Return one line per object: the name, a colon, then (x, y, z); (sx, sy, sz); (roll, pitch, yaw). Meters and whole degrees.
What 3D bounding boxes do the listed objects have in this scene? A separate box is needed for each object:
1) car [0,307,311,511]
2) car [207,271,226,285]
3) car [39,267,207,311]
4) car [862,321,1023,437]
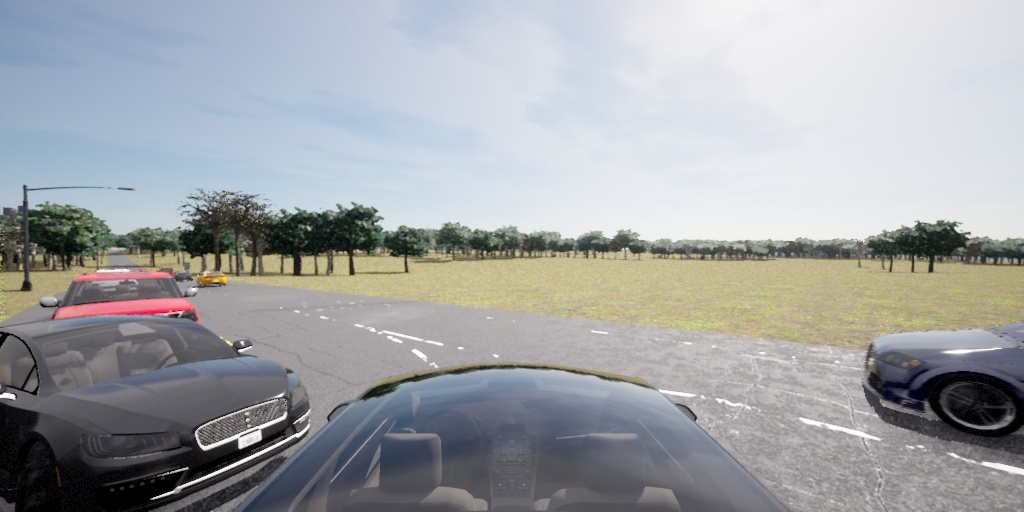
car: (-4.517, 1.455, 4.012); (4.892, 1.490, 1.837); (-3, -3, 22)
car: (-31.936, 2.373, 38.054); (5.008, 1.535, 1.882); (-2, 0, 42)
car: (-9.373, 1.407, 8.715); (5.566, 2.045, 2.150); (-2, 0, 42)
car: (6.693, 1.328, 3.869); (4.181, 1.385, 1.994); (-1, 0, 41)
